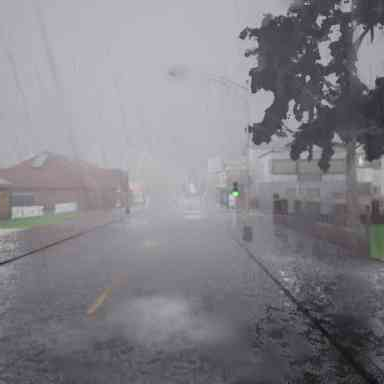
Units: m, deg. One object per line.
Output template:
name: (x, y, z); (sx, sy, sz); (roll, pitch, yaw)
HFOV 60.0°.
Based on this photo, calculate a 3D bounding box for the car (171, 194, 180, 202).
car: (-4.003, 1.396, 81.468); (2.150, 2.045, 5.566); (0, 0, 0)

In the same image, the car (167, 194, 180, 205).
car: (-3.974, 1.751, 65.892); (2.128, 1.511, 4.902); (1, -1, 0)
